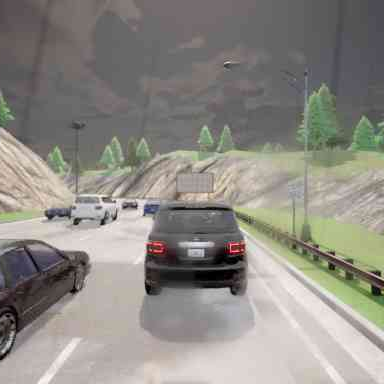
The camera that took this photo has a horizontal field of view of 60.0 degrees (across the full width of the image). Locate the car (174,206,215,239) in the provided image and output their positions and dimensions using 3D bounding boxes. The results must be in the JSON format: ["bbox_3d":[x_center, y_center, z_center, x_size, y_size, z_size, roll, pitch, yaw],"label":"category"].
[{"bbox_3d":[0.107,1.558,18.064,1.994,1.385,4.181,0,0,0],"label":"car"}]

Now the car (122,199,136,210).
[{"bbox_3d":[-8.028,1.600,43.395,1.895,1.301,4.718,0,0,-7],"label":"car"}]

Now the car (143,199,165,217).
[{"bbox_3d":[-3.658,1.477,32.785,1.882,1.535,5.008,0,0,-3],"label":"car"}]

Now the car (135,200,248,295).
[{"bbox_3d":[0.088,1.221,8.840,2.150,2.045,5.566,0,0,0],"label":"car"}]

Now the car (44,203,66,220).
[{"bbox_3d":[-10.476,1.600,27.832,1.895,1.301,4.718,0,0,-1],"label":"car"}]

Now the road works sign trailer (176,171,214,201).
[{"bbox_3d":[0.189,0.464,21.560,2.380,3.560,2.880,0,0,0],"label":"road works sign trailer"}]

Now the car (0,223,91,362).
[{"bbox_3d":[-3.395,1.547,5.775,2.033,1.411,5.357,0,0,0],"label":"car"}]

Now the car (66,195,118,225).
[{"bbox_3d":[-6.936,1.218,24.265,2.150,2.045,5.566,0,0,0],"label":"car"}]
